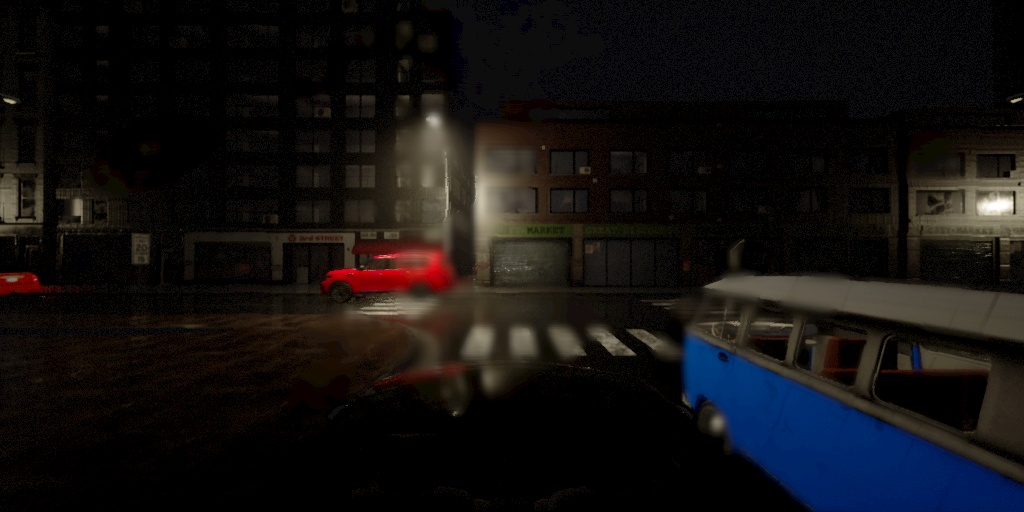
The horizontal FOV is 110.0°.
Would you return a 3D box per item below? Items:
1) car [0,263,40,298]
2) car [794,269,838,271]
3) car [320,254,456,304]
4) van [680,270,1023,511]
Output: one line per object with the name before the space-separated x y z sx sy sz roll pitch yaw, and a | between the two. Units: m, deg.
car | -24.044 1.061 15.757 4.553 1.767 2.097 0 0 0
car | 13.037 1.266 15.663 5.357 1.411 2.033 0 0 0
car | -5.275 0.950 15.708 5.566 2.045 2.150 0 0 0
van | 2.638 1.090 2.278 1.690 1.789 3.998 0 0 0
